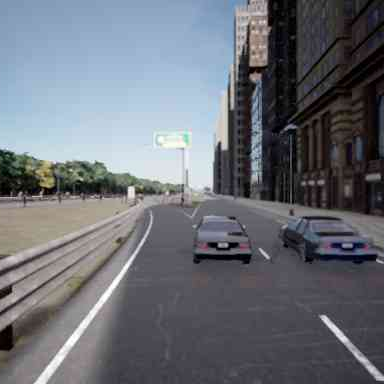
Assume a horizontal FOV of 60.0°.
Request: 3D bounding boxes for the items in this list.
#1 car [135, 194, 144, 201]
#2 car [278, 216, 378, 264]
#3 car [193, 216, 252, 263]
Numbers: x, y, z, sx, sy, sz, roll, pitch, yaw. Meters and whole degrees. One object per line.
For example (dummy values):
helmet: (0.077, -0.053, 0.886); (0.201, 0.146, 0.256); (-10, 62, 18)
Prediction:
car: (-12.235, 1.359, 78.181); (1.837, 1.490, 4.892); (0, 0, -13)
car: (4.489, 1.561, 11.865); (2.033, 1.411, 5.357); (0, 0, 3)
car: (0.994, 1.560, 11.931); (2.033, 1.411, 5.357); (0, 0, 3)
